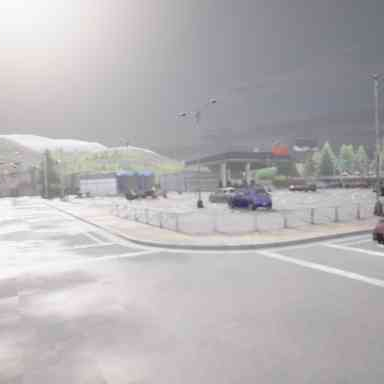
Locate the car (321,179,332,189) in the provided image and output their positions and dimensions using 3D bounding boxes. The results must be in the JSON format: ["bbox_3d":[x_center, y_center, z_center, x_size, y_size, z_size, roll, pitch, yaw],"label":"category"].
[{"bbox_3d":[24.653,-1.240,65.046,1.970,1.475,3.806,-3,2,-28],"label":"car"}]

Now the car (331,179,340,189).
[{"bbox_3d":[27.861,-1.654,66.069,1.905,1.878,3.866,-3,2,-28],"label":"car"}]

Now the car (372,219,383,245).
[{"bbox_3d":[7.765,1.004,10.675,4.181,1.385,1.994,-3,2,-29],"label":"car"}]

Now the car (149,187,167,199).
[{"bbox_3d":[-5.488,0.131,48.821,2.152,1.636,5.027,-3,2,-28],"label":"car"}]

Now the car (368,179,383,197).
[{"bbox_3d":[20.518,-0.475,33.011,1.932,1.855,4.605,-3,2,-28],"label":"car"}]

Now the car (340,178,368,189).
[{"bbox_3d":[28.689,-1.421,57.586,1.932,1.855,4.605,-3,2,-28],"label":"car"}]

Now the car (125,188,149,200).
[{"bbox_3d":[-8.225,0.269,47.294,2.007,1.523,4.514,-3,2,-28],"label":"car"}]

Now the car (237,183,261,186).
[{"bbox_3d":[8.572,-0.289,47.654,1.845,1.501,3.633,-3,2,-28],"label":"car"}]

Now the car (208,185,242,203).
[{"bbox_3d":[3.213,0.375,32.309,1.970,1.475,3.806,-3,2,-28],"label":"car"}]

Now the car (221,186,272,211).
[{"bbox_3d":[4.098,0.560,24.363,1.845,1.501,3.633,-3,2,-28],"label":"car"}]

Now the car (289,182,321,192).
[{"bbox_3d":[17.390,-0.718,52.336,2.007,1.523,4.514,-3,2,-28],"label":"car"}]
